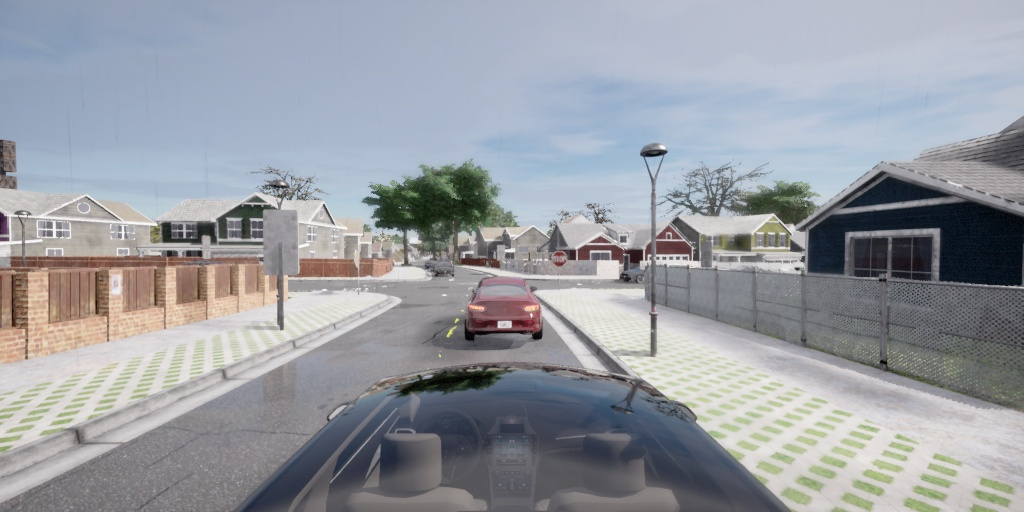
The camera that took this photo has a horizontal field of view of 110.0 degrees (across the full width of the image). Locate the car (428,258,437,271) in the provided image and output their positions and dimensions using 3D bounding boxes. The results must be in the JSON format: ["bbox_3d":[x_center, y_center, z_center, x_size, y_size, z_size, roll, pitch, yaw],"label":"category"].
[{"bbox_3d":[-9.462,1.275,46.450,1.837,1.490,4.892,0,0,-16],"label":"car"}]

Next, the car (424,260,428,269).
[{"bbox_3d":[-12.710,1.322,56.570,2.033,1.411,5.357,0,0,-19],"label":"car"}]

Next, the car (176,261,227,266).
[{"bbox_3d":[-19.829,1.069,22.492,4.892,1.490,1.837,0,1,-8],"label":"car"}]

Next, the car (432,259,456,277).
[{"bbox_3d":[-6.794,1.270,35.939,1.837,1.490,4.892,0,0,-13],"label":"car"}]

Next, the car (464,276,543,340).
[{"bbox_3d":[-0.254,1.274,9.831,1.812,1.442,4.674,0,0,-2],"label":"car"}]

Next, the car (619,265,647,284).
[{"bbox_3d":[10.665,1.429,28.365,4.181,1.385,1.994,1,1,-16],"label":"car"}]

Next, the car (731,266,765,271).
[{"bbox_3d":[19.993,1.523,30.923,4.181,1.385,1.994,0,1,-17],"label":"car"}]
